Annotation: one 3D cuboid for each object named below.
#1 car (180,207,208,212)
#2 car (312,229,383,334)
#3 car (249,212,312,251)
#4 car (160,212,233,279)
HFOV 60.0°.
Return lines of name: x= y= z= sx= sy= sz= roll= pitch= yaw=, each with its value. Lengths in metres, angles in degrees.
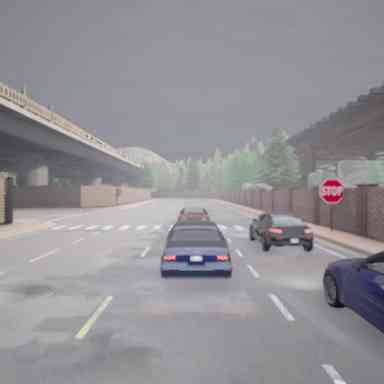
car: x=0.124 y=1.624 z=21.684 sx=1.895 sy=1.301 sz=4.718 roll=0 pitch=0 yaw=0
car: x=3.599 y=1.531 z=4.978 sx=1.812 sy=1.442 sz=4.674 roll=0 pitch=0 yaw=0
car: x=3.599 y=1.540 z=13.959 sx=1.812 sy=1.442 sz=4.674 roll=0 pitch=0 yaw=0
car: x=0.098 y=1.558 z=10.039 sx=2.033 sy=1.411 sz=5.357 roll=0 pitch=0 yaw=0
